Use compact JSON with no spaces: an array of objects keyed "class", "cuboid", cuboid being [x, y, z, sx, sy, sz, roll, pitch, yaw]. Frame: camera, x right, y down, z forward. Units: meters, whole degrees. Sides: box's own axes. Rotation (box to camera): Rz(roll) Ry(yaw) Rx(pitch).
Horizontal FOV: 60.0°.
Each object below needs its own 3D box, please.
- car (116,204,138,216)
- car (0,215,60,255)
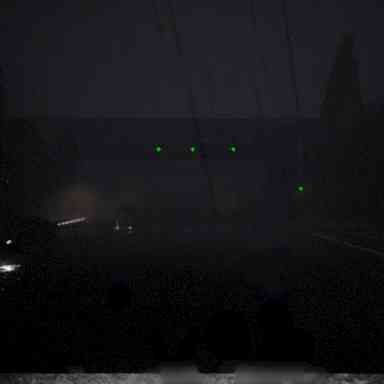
[{"class":"car","cuboid":[-7.609,2.117,39.084,1.895,1.301,4.718,0,-1,0]},{"class":"car","cuboid":[-7.431,1.740,14.482,2.033,1.411,5.357,0,-1,-3]}]
